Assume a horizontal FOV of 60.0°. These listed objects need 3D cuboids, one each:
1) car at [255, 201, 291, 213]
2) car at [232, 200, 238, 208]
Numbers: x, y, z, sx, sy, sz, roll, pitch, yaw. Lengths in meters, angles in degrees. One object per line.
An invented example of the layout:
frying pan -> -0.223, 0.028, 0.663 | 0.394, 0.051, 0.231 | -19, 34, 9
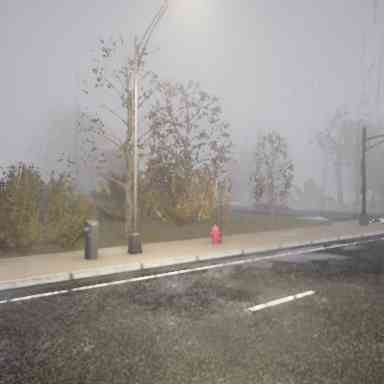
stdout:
car -> 9.769, 1.793, 40.349 | 1.895, 1.301, 4.718 | 0, -1, -26
car -> 5.795, 1.974, 56.366 | 1.895, 1.301, 4.718 | 0, -1, -26
